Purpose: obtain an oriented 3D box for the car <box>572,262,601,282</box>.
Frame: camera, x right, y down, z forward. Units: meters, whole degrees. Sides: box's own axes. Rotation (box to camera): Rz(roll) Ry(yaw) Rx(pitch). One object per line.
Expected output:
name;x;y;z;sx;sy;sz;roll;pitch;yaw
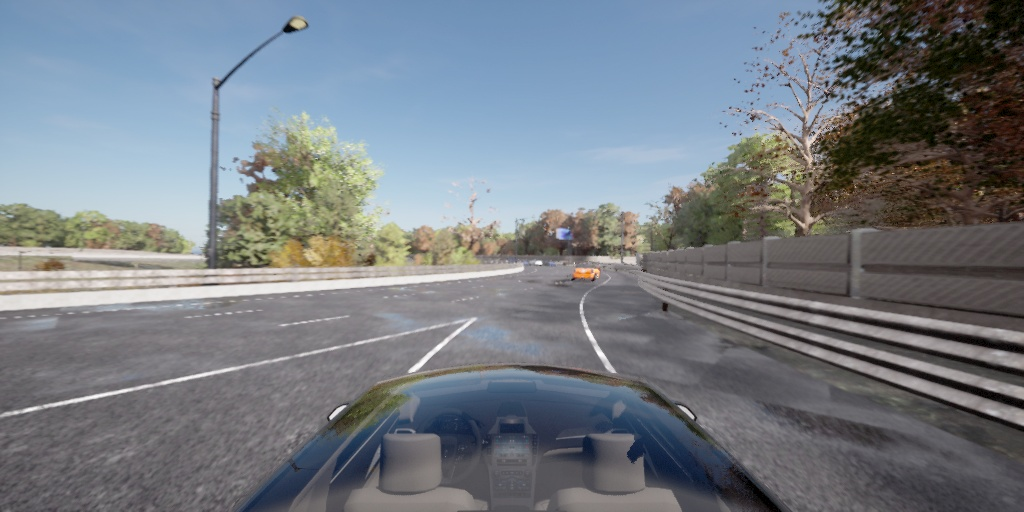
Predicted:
car;7.060;1.444;34.068;2.097;1.767;4.553;1;0;19
